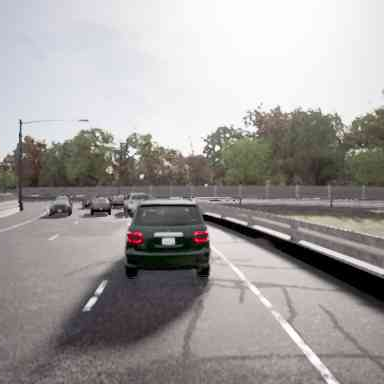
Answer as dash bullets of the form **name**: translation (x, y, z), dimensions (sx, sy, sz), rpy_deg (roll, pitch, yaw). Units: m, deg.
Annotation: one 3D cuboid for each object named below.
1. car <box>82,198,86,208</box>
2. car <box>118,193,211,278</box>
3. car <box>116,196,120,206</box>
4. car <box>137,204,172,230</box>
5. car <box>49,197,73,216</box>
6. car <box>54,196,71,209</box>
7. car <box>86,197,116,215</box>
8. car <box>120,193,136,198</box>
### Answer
- **car**: translation (-13.449, 1.459, 44.037), dimensions (1.895, 1.301, 4.718), rpy_deg (0, 0, -24)
- **car**: translation (-0.772, 1.190, 10.248), dimensions (2.150, 2.045, 5.566), rpy_deg (0, 1, -5)
- **car**: translation (-9.991, 1.345, 44.837), dimensions (2.128, 1.511, 4.902), rpy_deg (0, 0, -24)
- **car**: translation (-2.594, 1.528, 21.769), dimensions (1.895, 1.301, 4.718), rpy_deg (0, 0, -11)
- **car**: translation (-12.117, 1.428, 30.926), dimensions (1.812, 1.442, 4.674), rpy_deg (0, 0, -17)
- **car**: translation (-16.834, 1.369, 43.025), dimensions (1.837, 1.490, 4.892), rpy_deg (0, 0, -24)
- **car**: translation (-8.978, 1.385, 32.533), dimensions (2.128, 1.511, 4.902), rpy_deg (0, 0, -18)
- **car**: translation (-5.562, 1.114, 33.357), dimensions (2.150, 2.045, 5.566), rpy_deg (0, 0, -17)
